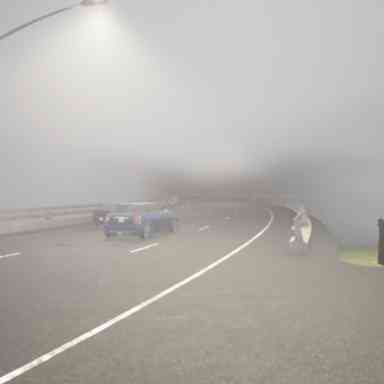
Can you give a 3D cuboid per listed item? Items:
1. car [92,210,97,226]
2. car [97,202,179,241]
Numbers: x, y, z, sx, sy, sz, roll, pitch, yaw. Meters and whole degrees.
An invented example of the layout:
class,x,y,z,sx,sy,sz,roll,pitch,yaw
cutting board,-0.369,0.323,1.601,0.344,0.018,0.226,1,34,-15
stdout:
class,x,y,z,sx,sy,sz,roll,pitch,yaw
car,-4.336,1.388,21.338,1.882,1.535,5.008,0,0,20
car,-2.356,1.281,16.709,2.097,1.767,4.553,0,0,21
